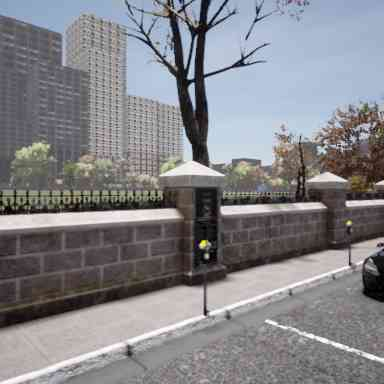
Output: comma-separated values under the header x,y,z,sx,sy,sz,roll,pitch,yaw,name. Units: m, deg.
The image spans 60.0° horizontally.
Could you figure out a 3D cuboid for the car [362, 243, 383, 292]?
x,y,z,sx,sy,sz,roll,pitch,yaw,name
5.680,1.566,7.952,4.313,1.339,1.947,0,0,-42,car
